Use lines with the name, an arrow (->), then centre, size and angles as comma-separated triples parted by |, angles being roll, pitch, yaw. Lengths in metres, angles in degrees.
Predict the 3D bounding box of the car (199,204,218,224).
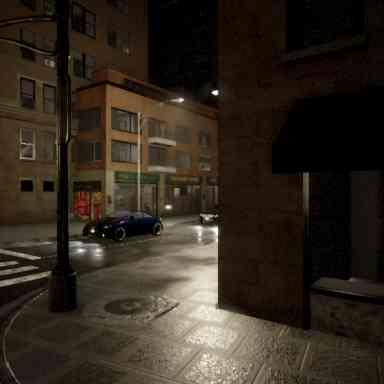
car -> 2.368, 1.580, 24.704 | 1.812, 1.442, 4.674 | 0, 0, 35

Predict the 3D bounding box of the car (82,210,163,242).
car -> -3.345, 1.594, 16.696 | 1.994, 1.385, 4.181 | 0, 0, 35
